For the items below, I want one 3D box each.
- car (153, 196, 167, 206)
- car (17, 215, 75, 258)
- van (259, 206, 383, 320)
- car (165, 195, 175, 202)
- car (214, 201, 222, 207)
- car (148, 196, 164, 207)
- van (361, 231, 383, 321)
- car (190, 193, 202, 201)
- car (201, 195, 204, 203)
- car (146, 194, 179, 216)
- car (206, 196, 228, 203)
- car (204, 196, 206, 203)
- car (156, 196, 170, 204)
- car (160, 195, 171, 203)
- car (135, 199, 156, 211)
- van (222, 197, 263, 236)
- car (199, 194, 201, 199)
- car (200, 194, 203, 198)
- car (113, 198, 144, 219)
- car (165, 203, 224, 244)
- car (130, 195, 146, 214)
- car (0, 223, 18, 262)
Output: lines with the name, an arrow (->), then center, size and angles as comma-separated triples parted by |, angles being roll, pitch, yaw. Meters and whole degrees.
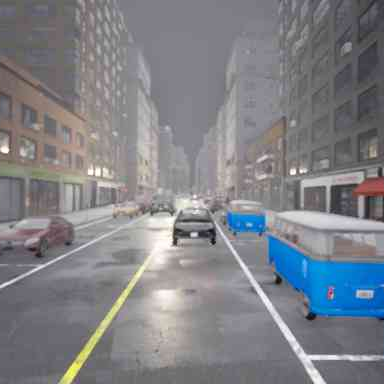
car -> -5.412, 1.496, 56.370 | 1.752, 1.417, 4.829 | 1, 0, 0
car -> -5.764, 1.538, 12.597 | 1.802, 1.307, 4.206 | 1, 0, 0
van -> 2.728, 1.358, 7.060 | 1.690, 1.788, 3.998 | 1, 0, 0
car -> -5.233, 1.439, 78.512 | 1.967, 1.590, 4.097 | 1, 0, 0
car -> 2.855, 1.566, 23.535 | 2.008, 1.369, 4.403 | 1, 0, 0
car -> -5.453, 1.406, 51.047 | 1.967, 1.590, 4.097 | 1, 0, 0
van -> 2.684, 1.359, 1.568 | 1.690, 1.788, 3.998 | 1, 0, 0
car -> 0.602, 1.445, 76.478 | 1.994, 1.385, 4.181 | 0, 0, 0
car -> 3.160, 1.581, 61.973 | 1.887, 1.381, 4.507 | 1, 0, 0
car -> -2.751, 1.194, 32.485 | 2.150, 2.045, 5.566 | 0, 0, 1
car -> 2.946, 1.332, 34.517 | 2.192, 1.841, 5.009 | 1, 0, 0
car -> 3.029, 1.572, 45.499 | 2.008, 1.369, 4.403 | 1, 0, 0
car -> -5.367, 1.527, 62.033 | 2.008, 1.369, 4.403 | 1, 0, 0
car -> -5.321, 1.423, 67.525 | 1.967, 1.590, 4.097 | 1, 0, 0
car -> -5.544, 1.541, 40.062 | 1.802, 1.307, 4.206 | 1, 0, 0
van -> 2.815, 1.357, 18.043 | 1.690, 1.788, 3.998 | 1, 0, 0
car -> 3.247, 1.602, 72.956 | 2.008, 1.369, 4.403 | 1, 0, 0
car -> 3.203, 1.588, 67.464 | 1.887, 1.381, 4.507 | 1, 0, 0
car -> -5.632, 1.481, 28.907 | 1.752, 1.417, 4.829 | 1, 0, 0
car -> 0.112, 1.488, 15.688 | 2.128, 1.511, 4.902 | 0, 0, 0
car -> -5.583, 1.272, 34.569 | 2.192, 1.841, 5.009 | 1, 0, 0
car -> -5.809, 1.539, 7.105 | 1.802, 1.307, 4.206 | 1, 0, 0
